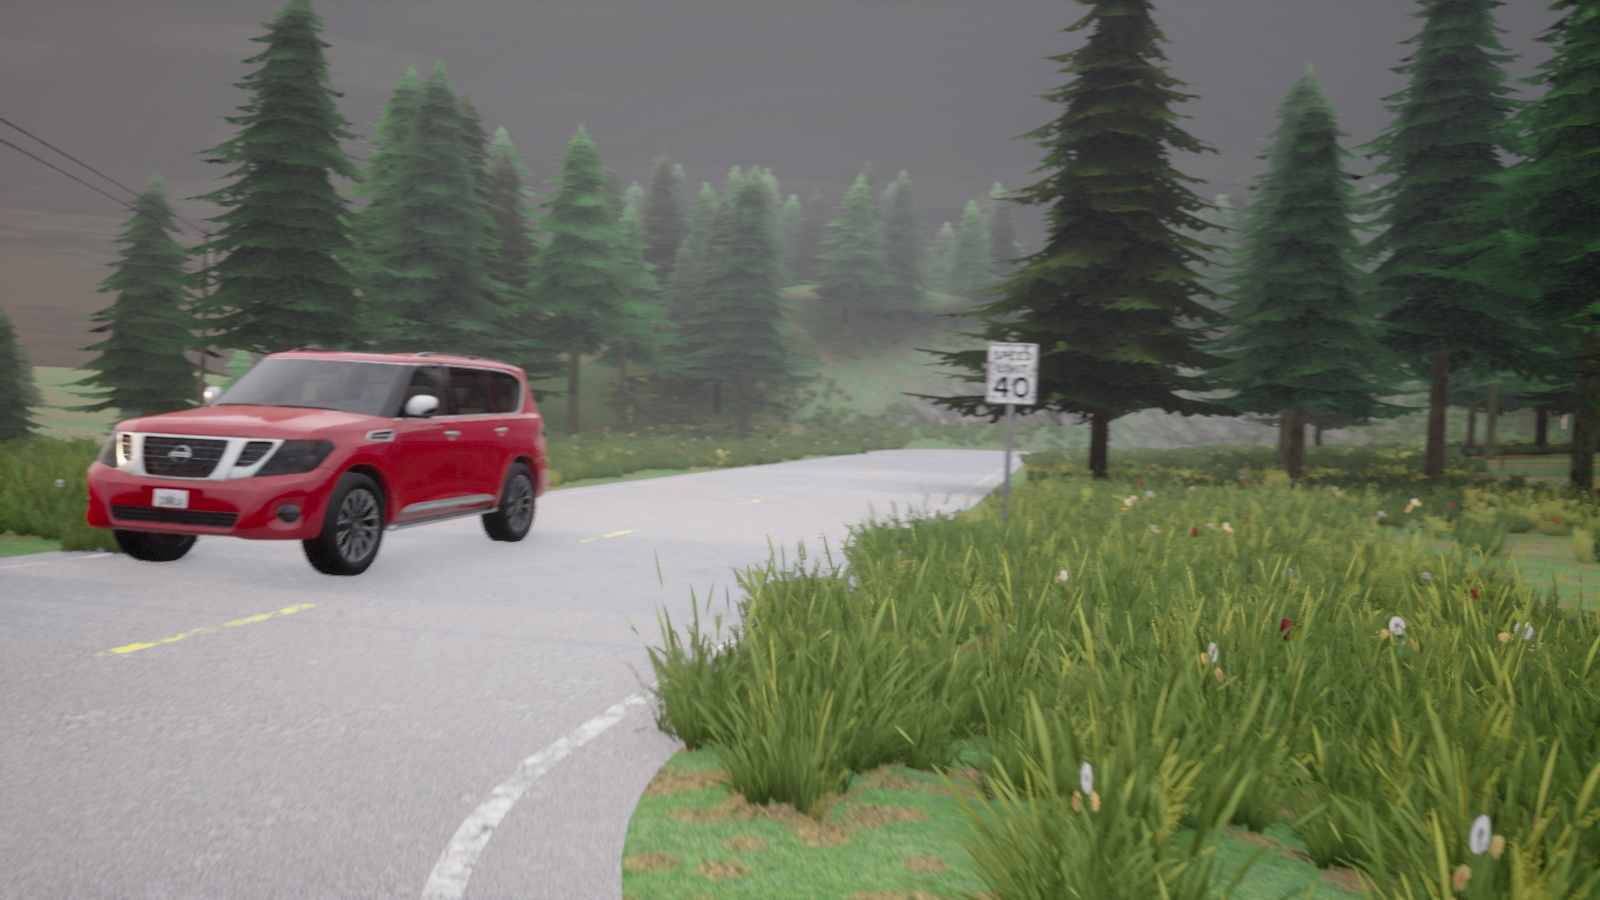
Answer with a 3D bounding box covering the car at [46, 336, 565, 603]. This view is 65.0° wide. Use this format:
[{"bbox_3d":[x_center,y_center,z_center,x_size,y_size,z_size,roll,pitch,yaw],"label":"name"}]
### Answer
[{"bbox_3d":[-4.478,0.075,12.666,2.150,2.045,5.566,2,2,12],"label":"car"}]
